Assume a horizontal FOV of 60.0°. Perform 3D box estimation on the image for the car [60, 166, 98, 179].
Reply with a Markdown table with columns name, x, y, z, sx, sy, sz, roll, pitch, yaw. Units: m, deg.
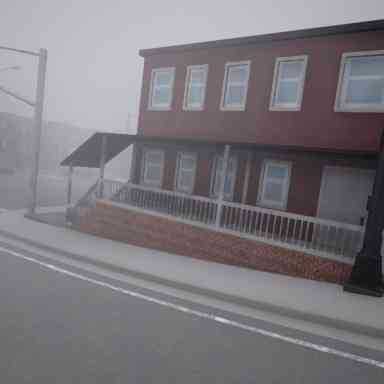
| name | x | y | z | sx | sy | sz | roll | pitch | yaw |
| --- | --- | --- | --- | --- | --- | --- | --- | --- | --- |
| car | -14.151 | -2.513 | 41.827 | 1.837 | 1.490 | 4.892 | 10 | 6 | 35 |

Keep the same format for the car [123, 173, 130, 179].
| name | x | y | z | sx | sy | sz | roll | pitch | yaw |
| --- | --- | --- | --- | --- | --- | --- | --- | --- | --- |
| car | -7.937 | -2.462 | 50.403 | 2.033 | 1.411 | 5.357 | 10 | 6 | 36 |

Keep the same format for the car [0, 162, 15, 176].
| name | x | y | z | sx | sy | sz | roll | pitch | yaw |
| --- | --- | --- | --- | --- | --- | --- | --- | --- | --- |
| car | -20.199 | -2.459 | 33.467 | 1.994 | 1.385 | 4.181 | 10 | 6 | 35 |
